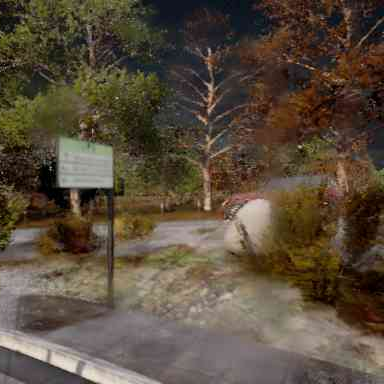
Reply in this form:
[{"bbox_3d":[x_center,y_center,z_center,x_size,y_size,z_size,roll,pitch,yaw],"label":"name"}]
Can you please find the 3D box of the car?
[{"bbox_3d":[3.337,0.218,12.466,4.553,1.767,2.097,-4,-1,27],"label":"car"}]
